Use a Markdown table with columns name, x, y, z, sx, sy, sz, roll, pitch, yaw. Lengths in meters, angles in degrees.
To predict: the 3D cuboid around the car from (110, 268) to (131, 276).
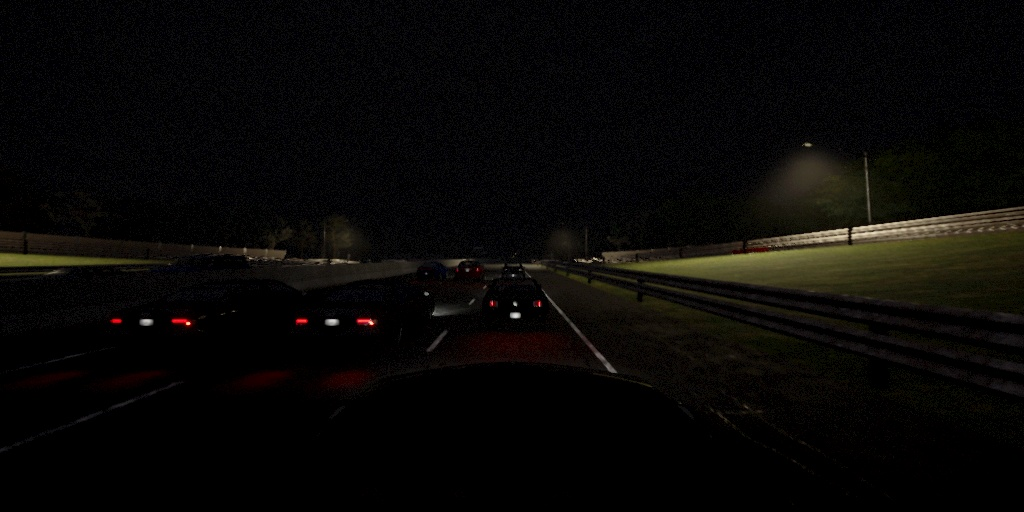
| name | x | y | z | sx | sy | sz | roll | pitch | yaw |
| --- | --- | --- | --- | --- | --- | --- | --- | --- | --- |
| car | -21.100 | 1.238 | 22.267 | 1.882 | 1.535 | 5.008 | 0 | 0 | 0 |

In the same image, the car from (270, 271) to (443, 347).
| name | x | y | z | sx | sy | sz | roll | pitch | yaw |
| --- | --- | --- | --- | --- | --- | --- | --- | --- | --- |
| car | -3.400 | 1.301 | 9.285 | 2.033 | 1.411 | 5.357 | 0 | 0 | 0 |

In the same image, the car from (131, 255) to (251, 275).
| name | x | y | z | sx | sy | sz | roll | pitch | yaw |
| --- | --- | --- | --- | --- | --- | --- | --- | --- | --- |
| car | -17.601 | 0.980 | 20.460 | 2.150 | 2.045 | 5.566 | 0 | 0 | 0 |

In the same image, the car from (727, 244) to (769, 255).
| name | x | y | z | sx | sy | sz | roll | pitch | yaw |
| --- | --- | --- | --- | --- | --- | --- | --- | --- | --- |
| car | 29.359 | -0.684 | 44.817 | 1.882 | 1.535 | 5.008 | 0 | -4 | -12 |

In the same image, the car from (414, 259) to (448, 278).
| name | x | y | z | sx | sy | sz | roll | pitch | yaw |
| --- | --- | --- | --- | --- | --- | --- | --- | --- | --- |
| car | -6.904 | 1.248 | 31.347 | 1.882 | 1.535 | 5.008 | 0 | 0 | 0 |

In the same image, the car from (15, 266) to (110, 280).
| name | x | y | z | sx | sy | sz | roll | pitch | yaw |
| --- | --- | --- | --- | --- | --- | --- | --- | --- | --- |
| car | -24.602 | 1.306 | 20.509 | 2.033 | 1.411 | 5.357 | 0 | 0 | 0 |

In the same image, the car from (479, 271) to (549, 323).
| name | x | y | z | sx | sy | sz | roll | pitch | yaw |
| --- | --- | --- | --- | --- | --- | --- | --- | --- | --- |
| car | 0.099 | 1.355 | 12.156 | 1.895 | 1.301 | 4.718 | 0 | 0 | 0 |

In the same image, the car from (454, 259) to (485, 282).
| name | x | y | z | sx | sy | sz | roll | pitch | yaw |
| --- | --- | --- | --- | --- | --- | --- | --- | --- | --- |
| car | -3.404 | 1.120 | 29.480 | 2.097 | 1.767 | 4.553 | 0 | 0 | 0 |

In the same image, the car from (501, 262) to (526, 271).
| name | x | y | z | sx | sy | sz | roll | pitch | yaw |
| --- | --- | --- | --- | --- | --- | --- | --- | --- | --- |
| car | 0.096 | 1.260 | 29.697 | 2.128 | 1.511 | 4.902 | 0 | 0 | 0 |

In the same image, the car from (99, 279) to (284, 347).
| name | x | y | z | sx | sy | sz | roll | pitch | yaw |
| --- | --- | --- | --- | --- | --- | --- | --- | --- | --- |
| car | -6.901 | 1.301 | 9.278 | 2.033 | 1.411 | 5.357 | 0 | 0 | 0 |

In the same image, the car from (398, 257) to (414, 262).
| name | x | y | z | sx | sy | sz | roll | pitch | yaw |
| --- | --- | --- | --- | --- | --- | --- | --- | --- | --- |
| car | -17.539 | 1.335 | 62.385 | 2.128 | 1.511 | 4.902 | 0 | 0 | 1 |
